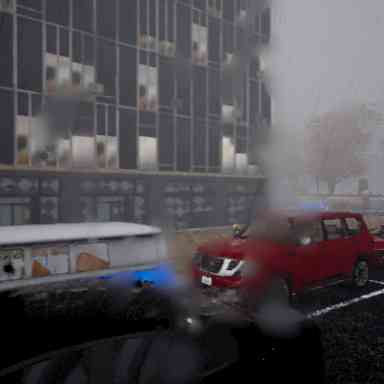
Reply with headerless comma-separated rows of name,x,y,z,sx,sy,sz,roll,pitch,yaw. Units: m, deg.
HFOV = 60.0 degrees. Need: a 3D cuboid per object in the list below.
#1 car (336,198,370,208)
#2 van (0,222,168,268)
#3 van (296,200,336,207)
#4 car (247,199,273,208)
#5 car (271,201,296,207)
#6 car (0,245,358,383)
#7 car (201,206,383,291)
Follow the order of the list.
car,22.545,1.828,47.192,2.192,1.841,5.009,0,0,-36
van,-2.187,1.349,4.553,3.998,1.788,1.690,1,-1,-35
van,15.804,1.866,42.567,1.690,1.788,3.998,0,0,-36
car,12.410,2.068,60.898,1.752,1.417,4.829,0,0,-36
car,15.856,2.115,56.238,1.802,1.307,4.206,0,0,-36
car,-1.146,1.480,2.253,5.008,1.535,1.882,1,0,-35
car,2.329,1.386,7.775,5.009,1.841,2.192,1,-1,-35
